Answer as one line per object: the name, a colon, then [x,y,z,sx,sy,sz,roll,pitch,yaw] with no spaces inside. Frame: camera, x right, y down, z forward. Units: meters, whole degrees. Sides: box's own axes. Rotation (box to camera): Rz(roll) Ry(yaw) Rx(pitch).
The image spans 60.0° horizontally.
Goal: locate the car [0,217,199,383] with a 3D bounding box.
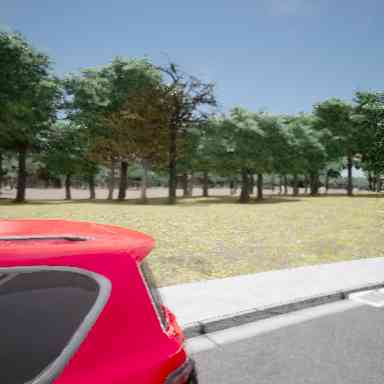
car: [-2.522,1.178,1.121,5.566,2.045,2.150,1,0,-36]
